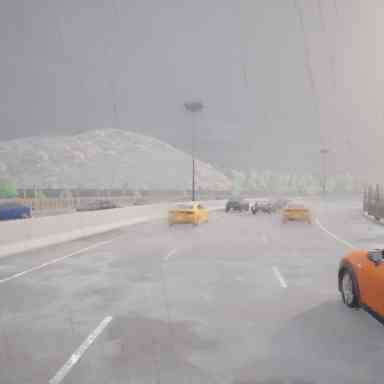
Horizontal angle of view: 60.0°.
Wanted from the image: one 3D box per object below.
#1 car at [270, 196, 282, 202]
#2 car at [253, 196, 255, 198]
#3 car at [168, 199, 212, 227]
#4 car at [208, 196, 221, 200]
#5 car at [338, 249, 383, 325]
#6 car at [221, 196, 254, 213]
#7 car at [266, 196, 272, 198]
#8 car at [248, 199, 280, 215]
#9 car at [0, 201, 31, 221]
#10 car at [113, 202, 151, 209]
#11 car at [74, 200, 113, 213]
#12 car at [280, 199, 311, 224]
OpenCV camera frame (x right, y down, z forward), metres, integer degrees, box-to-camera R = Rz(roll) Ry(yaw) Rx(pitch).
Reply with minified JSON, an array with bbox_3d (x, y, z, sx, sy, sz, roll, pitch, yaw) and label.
[{"bbox_3d":[11.929,1.562,42.925,1.994,1.385,4.181,0,0,29],"label":"car"},{"bbox_3d":[11.137,1.474,66.440,1.882,1.535,5.008,0,0,41],"label":"car"},{"bbox_3d":[-0.115,1.477,22.676,1.882,1.535,5.008,0,0,14],"label":"car"},{"bbox_3d":[4.272,1.502,63.398,1.837,1.490,4.892,0,0,37],"label":"car"},{"bbox_3d":[3.937,1.353,4.955,2.097,1.767,4.553,0,0,4],"label":"car"},{"bbox_3d":[5.197,1.503,37.391,1.837,1.490,4.892,0,0,24],"label":"car"},{"bbox_3d":[15.865,1.547,66.479,1.994,1.385,4.181,0,0,41],"label":"car"},{"bbox_3d":[7.409,1.600,33.790,1.895,1.301,4.718,0,0,23],"label":"car"},{"bbox_3d":[-14.244,1.477,24.590,1.882,1.535,5.008,0,0,14],"label":"car"},{"bbox_3d":[-5.085,1.600,31.107,1.895,1.301,4.718,0,0,19],"label":"car"},{"bbox_3d":[-8.837,1.504,30.754,1.837,1.490,4.892,0,0,19],"label":"car"},{"bbox_3d":[7.933,1.476,25.191,1.882,1.535,5.008,0,0,17],"label":"car"}]
